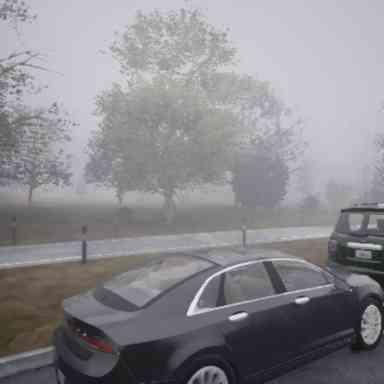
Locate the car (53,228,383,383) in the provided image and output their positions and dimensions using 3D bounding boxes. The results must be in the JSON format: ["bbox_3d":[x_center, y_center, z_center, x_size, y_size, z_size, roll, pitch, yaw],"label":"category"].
[{"bbox_3d":[0.754,1.483,4.539,4.892,1.521,2.231,0,-3,-34],"label":"car"}]

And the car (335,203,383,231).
[{"bbox_3d":[5.468,1.246,7.611,5.566,2.045,2.435,0,-2,-32],"label":"car"}]
